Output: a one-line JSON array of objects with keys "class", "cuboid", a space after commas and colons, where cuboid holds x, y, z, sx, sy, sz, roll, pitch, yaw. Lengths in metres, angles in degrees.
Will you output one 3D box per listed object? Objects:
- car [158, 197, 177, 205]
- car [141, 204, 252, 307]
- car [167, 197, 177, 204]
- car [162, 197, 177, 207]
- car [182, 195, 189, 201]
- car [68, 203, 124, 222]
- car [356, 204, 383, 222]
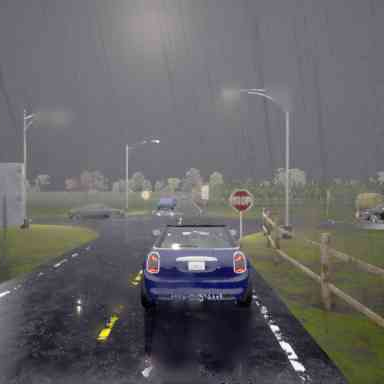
[{"class": "car", "cuboid": [-3.283, 1.463, 42.576, 1.882, 1.535, 5.008, 0, 0, -1]}, {"class": "car", "cuboid": [0.074, 1.352, 8.126, 2.097, 1.767, 4.553, 0, 0, 0]}, {"class": "car", "cuboid": [-3.759, 1.567, 63.156, 1.895, 1.301, 4.718, 0, 0, -1]}, {"class": "car", "cuboid": [-3.512, 1.524, 53.074, 2.033, 1.411, 5.357, 0, 0, -1]}, {"class": "car", "cuboid": [-1.607, 1.466, 82.411, 2.128, 1.511, 4.902, 0, 0, -2]}, {"class": "car", "cuboid": [-7.493, 1.550, 26.128, 4.181, 1.385, 1.994, 0, 1, -18]}, {"class": "car", "cuboid": [14.664, 1.491, 24.290, 4.902, 1.511, 2.128, 0, 0, 9]}]
